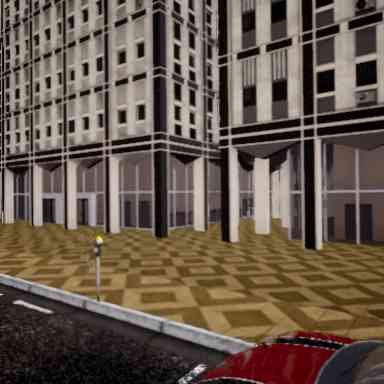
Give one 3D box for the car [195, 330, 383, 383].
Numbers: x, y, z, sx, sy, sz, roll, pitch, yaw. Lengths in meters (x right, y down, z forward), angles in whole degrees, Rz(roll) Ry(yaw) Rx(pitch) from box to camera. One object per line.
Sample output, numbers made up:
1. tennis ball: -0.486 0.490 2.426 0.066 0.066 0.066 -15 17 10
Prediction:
1. car: 1.711 1.435 1.658 4.097 1.590 1.967 -1 -1 35
